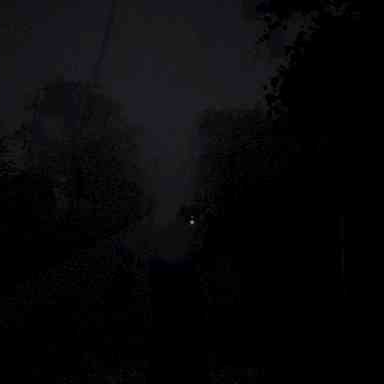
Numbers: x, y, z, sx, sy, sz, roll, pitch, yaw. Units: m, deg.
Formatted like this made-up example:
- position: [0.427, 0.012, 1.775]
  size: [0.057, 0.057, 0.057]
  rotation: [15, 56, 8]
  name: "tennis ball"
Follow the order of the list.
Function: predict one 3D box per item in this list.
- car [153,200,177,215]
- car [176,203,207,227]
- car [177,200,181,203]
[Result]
- position: [-3.046, 1.717, 35.852]
  size: [2.033, 1.411, 5.357]
  rotation: [0, -1, 0]
  name: "car"
- position: [-0.006, 1.639, 23.216]
  size: [1.895, 1.301, 4.718]
  rotation: [0, 0, 0]
  name: "car"
- position: [-3.401, 2.508, 77.195]
  size: [2.033, 1.411, 5.357]
  rotation: [0, -2, -1]
  name: "car"
